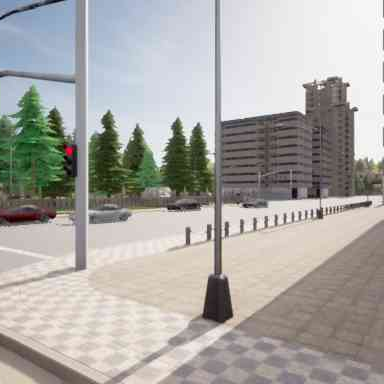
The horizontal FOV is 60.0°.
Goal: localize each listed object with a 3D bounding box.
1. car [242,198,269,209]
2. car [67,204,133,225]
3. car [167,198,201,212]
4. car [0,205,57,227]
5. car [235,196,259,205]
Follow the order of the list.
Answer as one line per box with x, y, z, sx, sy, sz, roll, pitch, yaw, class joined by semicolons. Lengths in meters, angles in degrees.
8.886;1.547;46.157;2.033;1.411;5.357;0;0;36;car
-6.659;1.600;24.477;1.895;1.301;4.718;0;0;36;car
-0.853;1.477;38.627;1.882;1.535;5.008;0;0;36;car
-11.990;1.601;23.031;1.895;1.301;4.718;0;0;36;car
8.601;1.270;51.716;1.994;1.385;4.181;0;0;36;car
